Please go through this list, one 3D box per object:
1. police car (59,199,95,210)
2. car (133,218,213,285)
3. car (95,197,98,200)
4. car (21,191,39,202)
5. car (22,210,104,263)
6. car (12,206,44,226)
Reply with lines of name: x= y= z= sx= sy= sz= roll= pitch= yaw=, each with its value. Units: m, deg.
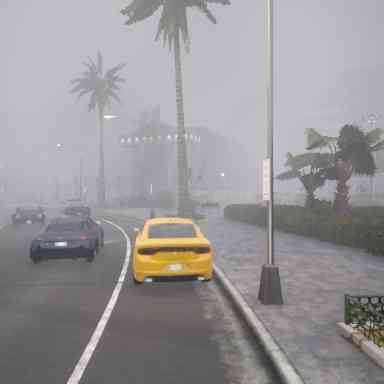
police car: x=-9.504 y=1.418 z=26.790 sx=1.930 sy=1.638 sz=5.238 roll=0 pitch=0 yaw=-27
car: x=-0.674 y=1.477 z=9.661 sx=1.882 sy=1.535 sz=5.008 roll=0 pitch=0 yaw=-7
car: x=-26.644 y=1.554 z=85.529 sx=4.718 sy=1.301 sz=1.895 roll=0 pitch=0 yaw=24
car: x=-33.931 y=1.226 z=68.961 sx=4.553 sy=1.767 sz=2.185 roll=0 pitch=0 yaw=24
car: x=-4.363 y=1.561 z=12.137 sx=1.994 sy=1.385 sz=4.181 roll=0 pitch=0 yaw=-10
car: x=-11.311 y=1.592 z=23.166 sx=1.895 sy=1.301 sz=4.718 roll=0 pitch=0 yaw=-25
